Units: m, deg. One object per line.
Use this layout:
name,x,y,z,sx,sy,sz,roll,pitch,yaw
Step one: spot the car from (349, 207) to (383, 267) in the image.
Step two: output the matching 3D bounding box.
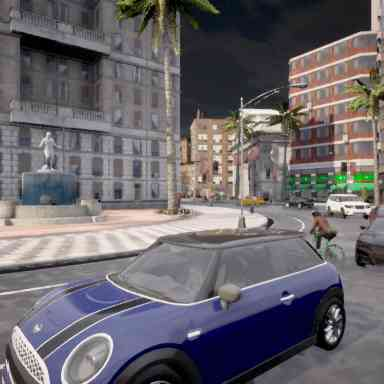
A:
car,6.746,1.478,10.851,1.882,1.535,5.008,0,0,37

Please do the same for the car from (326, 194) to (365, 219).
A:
car,13.910,1.221,29.884,2.150,2.045,5.566,0,0,4

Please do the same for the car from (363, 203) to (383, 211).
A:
car,11.654,1.526,19.644,1.812,1.442,4.674,0,0,19

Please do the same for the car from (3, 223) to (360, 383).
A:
car,0.109,1.352,4.473,4.553,1.767,2.097,0,0,-39

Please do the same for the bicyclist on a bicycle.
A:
bicyclist on a bicycle,3.953,1.427,10.160,0.582,1.620,1.656,-2,-1,-26

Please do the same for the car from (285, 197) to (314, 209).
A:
car,15.039,1.505,46.701,1.837,1.490,4.892,0,0,-17

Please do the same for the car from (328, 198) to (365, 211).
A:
car,19.753,1.526,42.738,1.812,1.442,4.674,0,0,-12

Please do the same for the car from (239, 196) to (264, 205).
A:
car,10.145,1.478,57.149,1.882,1.535,5.008,0,0,-35
